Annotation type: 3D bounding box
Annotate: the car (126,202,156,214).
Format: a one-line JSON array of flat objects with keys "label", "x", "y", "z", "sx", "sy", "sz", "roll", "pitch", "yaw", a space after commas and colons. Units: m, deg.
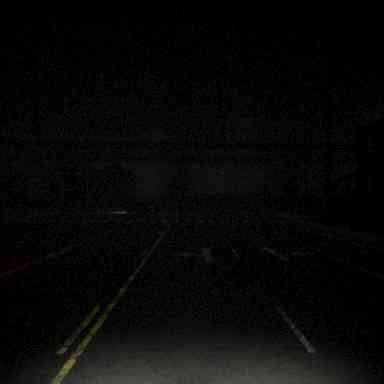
[{"label": "car", "x": -6.635, "y": 2.059, "z": 42.872, "sx": 4.892, "sy": 1.490, "sz": 1.837, "roll": 0, "pitch": -1, "yaw": 44}]
